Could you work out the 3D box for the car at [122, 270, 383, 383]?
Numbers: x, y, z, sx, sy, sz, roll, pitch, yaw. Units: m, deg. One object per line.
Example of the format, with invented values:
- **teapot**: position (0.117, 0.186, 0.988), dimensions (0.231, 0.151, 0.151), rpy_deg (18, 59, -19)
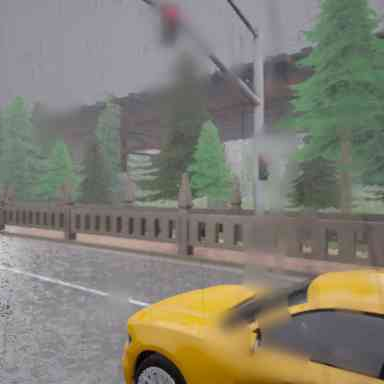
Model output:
- **car**: position (1.542, 1.479, 2.893), dimensions (5.008, 1.535, 1.882), rpy_deg (0, 0, 35)
